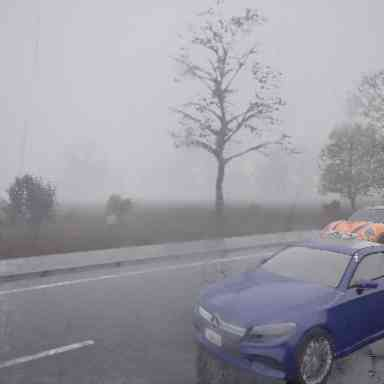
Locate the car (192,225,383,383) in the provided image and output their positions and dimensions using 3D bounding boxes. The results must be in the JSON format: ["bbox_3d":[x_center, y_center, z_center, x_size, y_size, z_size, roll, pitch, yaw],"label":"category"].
[{"bbox_3d":[2.212,1.512,5.332,4.674,1.442,1.812,0,0,-33],"label":"car"}]

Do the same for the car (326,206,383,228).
[{"bbox_3d":[6.970,1.320,12.379,4.553,1.767,2.097,0,0,-30],"label":"car"}]
